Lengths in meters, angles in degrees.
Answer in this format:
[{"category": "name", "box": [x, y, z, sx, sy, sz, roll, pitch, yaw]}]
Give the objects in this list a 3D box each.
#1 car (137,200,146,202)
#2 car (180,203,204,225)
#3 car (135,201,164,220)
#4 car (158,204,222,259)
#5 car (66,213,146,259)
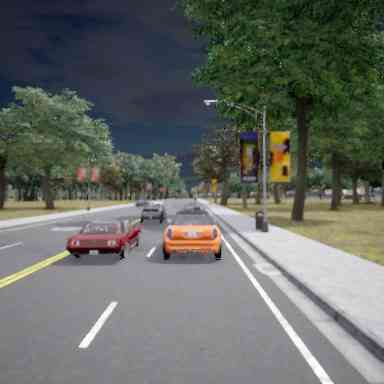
[{"category": "car", "box": [-9.734, 2.246, 64.543, 2.033, 1.411, 5.357, 0, -1, 0]}, {"category": "car", "box": [0.034, 1.812, 28.504, 1.837, 1.490, 4.892, 0, 0, 1]}, {"category": "car", "box": [-3.216, 1.798, 28.503, 2.128, 1.511, 4.902, 0, 0, 1]}, {"category": "car", "box": [0.027, 1.495, 13.420, 2.097, 1.767, 4.553, 0, -1, 1]}, {"category": "car", "box": [-3.227, 1.743, 13.243, 1.895, 1.301, 4.718, 0, -1, 0]}]
